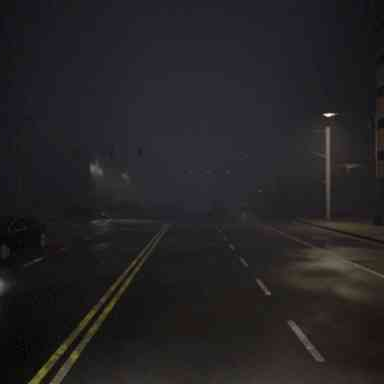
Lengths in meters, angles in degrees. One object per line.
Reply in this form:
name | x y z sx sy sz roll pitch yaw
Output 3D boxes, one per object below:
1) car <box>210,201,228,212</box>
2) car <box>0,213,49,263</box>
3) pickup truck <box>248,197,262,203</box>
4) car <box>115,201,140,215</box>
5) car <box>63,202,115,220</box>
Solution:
car | 3.468 1.864 42.912 2.033 1.411 5.357 0 0 -1
car | -7.110 1.601 12.505 1.837 1.490 4.892 0 0 0
pickup truck | 16.348 1.678 84.550 2.390 2.098 6.274 0 0 30
car | -8.211 1.782 38.602 4.902 1.511 2.128 0 -1 33
car | -9.950 1.727 31.078 4.902 1.511 2.128 0 -1 33
